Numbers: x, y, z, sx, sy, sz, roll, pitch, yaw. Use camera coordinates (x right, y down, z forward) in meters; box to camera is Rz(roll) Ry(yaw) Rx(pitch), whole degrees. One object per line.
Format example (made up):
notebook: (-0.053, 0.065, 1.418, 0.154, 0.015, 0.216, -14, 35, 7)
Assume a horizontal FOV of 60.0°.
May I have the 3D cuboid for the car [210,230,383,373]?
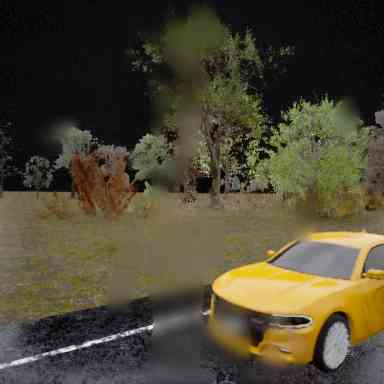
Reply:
car: (2.574, 1.479, 5.810, 5.008, 1.535, 1.882, 0, 0, -35)
